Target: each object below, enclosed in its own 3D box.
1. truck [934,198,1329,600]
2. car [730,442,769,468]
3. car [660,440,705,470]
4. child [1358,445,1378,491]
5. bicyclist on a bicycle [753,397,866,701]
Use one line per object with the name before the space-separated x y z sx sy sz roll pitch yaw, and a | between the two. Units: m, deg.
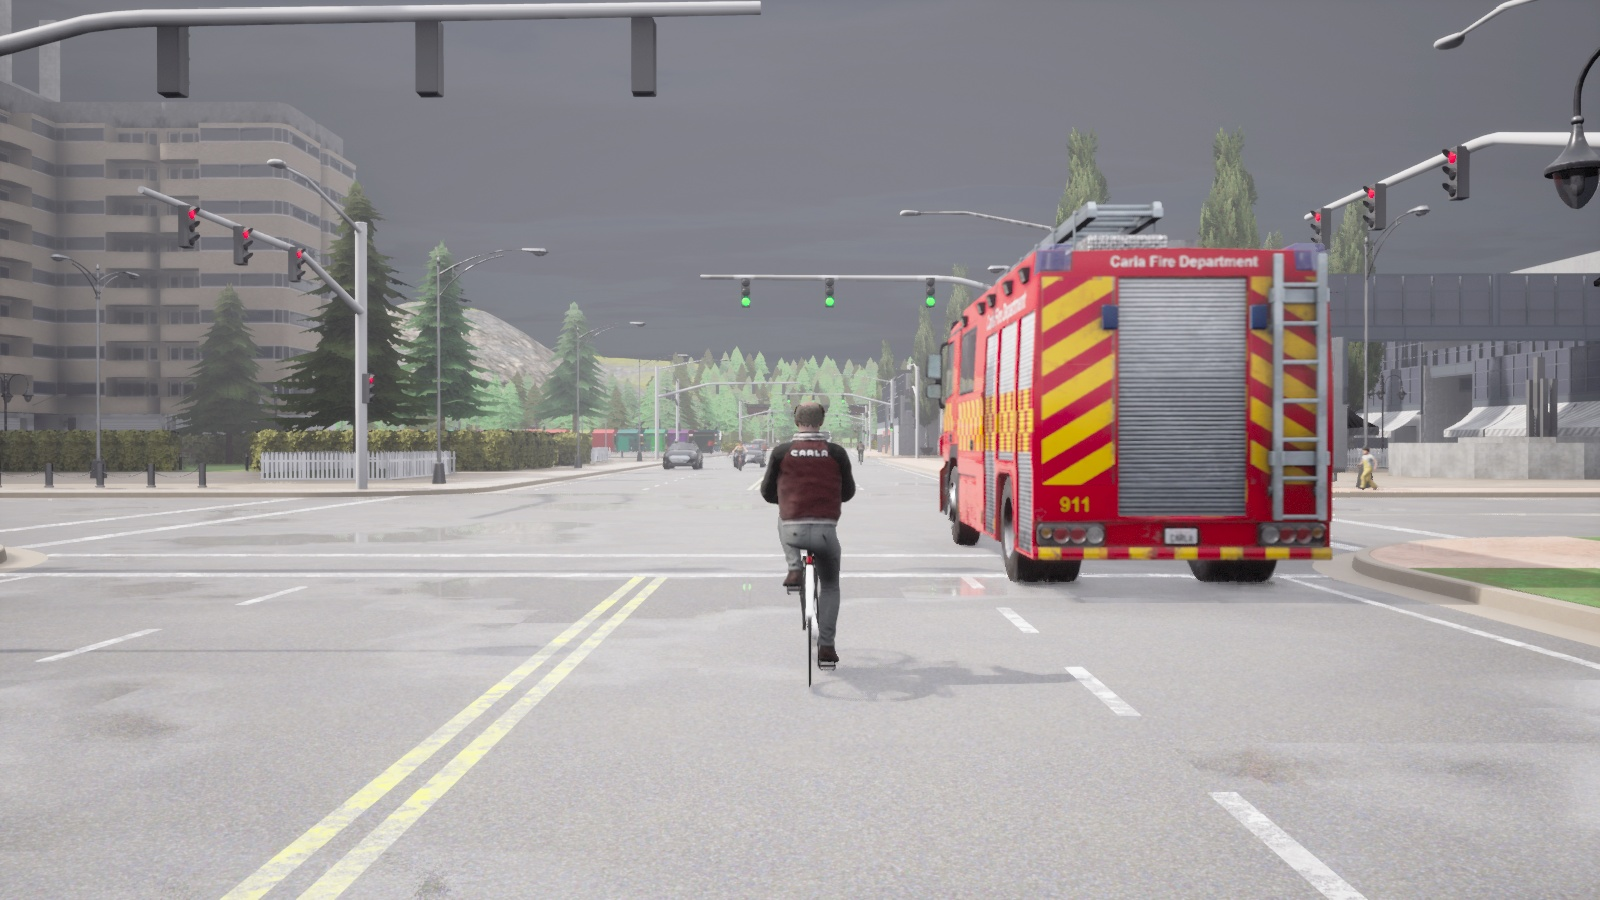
truck | 3.607 -0.507 16.189 2.891 3.827 8.468 0 0 0
car | -3.058 0.269 76.622 2.128 1.511 4.902 0 0 0
car | -6.590 0.271 70.857 2.033 1.649 4.856 0 0 0
child | 15.884 0.500 35.121 0.437 1.263 0.270 0 0 -6
bicyclist on a bicycle | 0.061 0.571 8.242 0.659 1.776 1.843 0 0 0
